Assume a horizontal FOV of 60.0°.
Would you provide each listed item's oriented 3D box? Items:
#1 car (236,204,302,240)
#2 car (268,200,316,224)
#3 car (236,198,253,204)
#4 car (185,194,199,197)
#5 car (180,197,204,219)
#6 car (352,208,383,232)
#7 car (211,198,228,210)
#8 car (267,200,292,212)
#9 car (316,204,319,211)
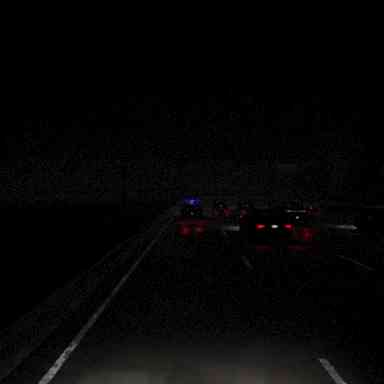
[{"bbox_3d":[3.611,1.557,17.031,2.033,1.411,5.357,0,0,0],"label":"car"},{"bbox_3d":[7.117,1.505,24.888,2.128,1.511,4.902,0,0,0],"label":"car"},{"bbox_3d":[7.132,1.515,45.162,2.128,1.511,4.902,0,0,0],"label":"car"},{"bbox_3d":[0.046,1.247,41.312,2.150,2.045,5.566,0,0,0],"label":"car"},{"bbox_3d":[0.022,1.508,29.045,2.128,1.511,4.902,0,0,0],"label":"car"},{"bbox_3d":[10.612,1.557,17.697,2.033,1.411,5.357,0,0,0],"label":"car"},{"bbox_3d":[3.631,1.549,44.251,1.812,1.442,4.674,0,0,0],"label":"car"},{"bbox_3d":[10.628,1.622,40.721,1.895,1.301,4.718,0,0,0],"label":"car"},{"bbox_3d":[14.128,1.623,41.595,1.895,1.301,4.718,0,0,0],"label":"car"}]
